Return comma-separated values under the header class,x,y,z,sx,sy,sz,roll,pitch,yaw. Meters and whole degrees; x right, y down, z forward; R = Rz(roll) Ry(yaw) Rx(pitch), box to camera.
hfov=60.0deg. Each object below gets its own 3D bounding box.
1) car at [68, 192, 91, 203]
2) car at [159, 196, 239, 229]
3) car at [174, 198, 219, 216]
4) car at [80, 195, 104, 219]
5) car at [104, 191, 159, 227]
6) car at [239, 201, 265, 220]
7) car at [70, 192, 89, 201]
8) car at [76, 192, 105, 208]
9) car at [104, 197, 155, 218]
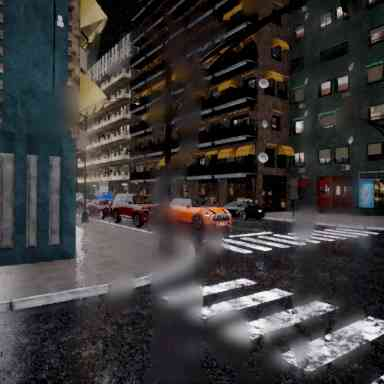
class,x,y,z,sx,sy,sz,roll,pitch,yaw
car,-16.396,0.826,48.378,1.837,1.490,4.892,1,-1,-36
car,0.294,1.127,19.894,2.097,1.767,4.553,1,0,-37
car,0.323,1.289,29.705,1.802,1.307,4.206,2,0,-36
car,-6.489,1.183,24.825,1.887,1.381,4.507,2,0,-36
car,-3.217,1.034,20.312,2.192,1.841,5.009,2,0,-36
car,3.588,1.354,25.192,1.947,1.339,4.313,2,0,-36
car,-19.267,0.769,56.784,1.887,1.381,4.507,2,0,-36
car,-11.181,1.018,35.724,1.812,1.442,4.674,1,1,-36
car,-5.302,1.184,27.587,2.033,1.411,5.357,1,0,-36
